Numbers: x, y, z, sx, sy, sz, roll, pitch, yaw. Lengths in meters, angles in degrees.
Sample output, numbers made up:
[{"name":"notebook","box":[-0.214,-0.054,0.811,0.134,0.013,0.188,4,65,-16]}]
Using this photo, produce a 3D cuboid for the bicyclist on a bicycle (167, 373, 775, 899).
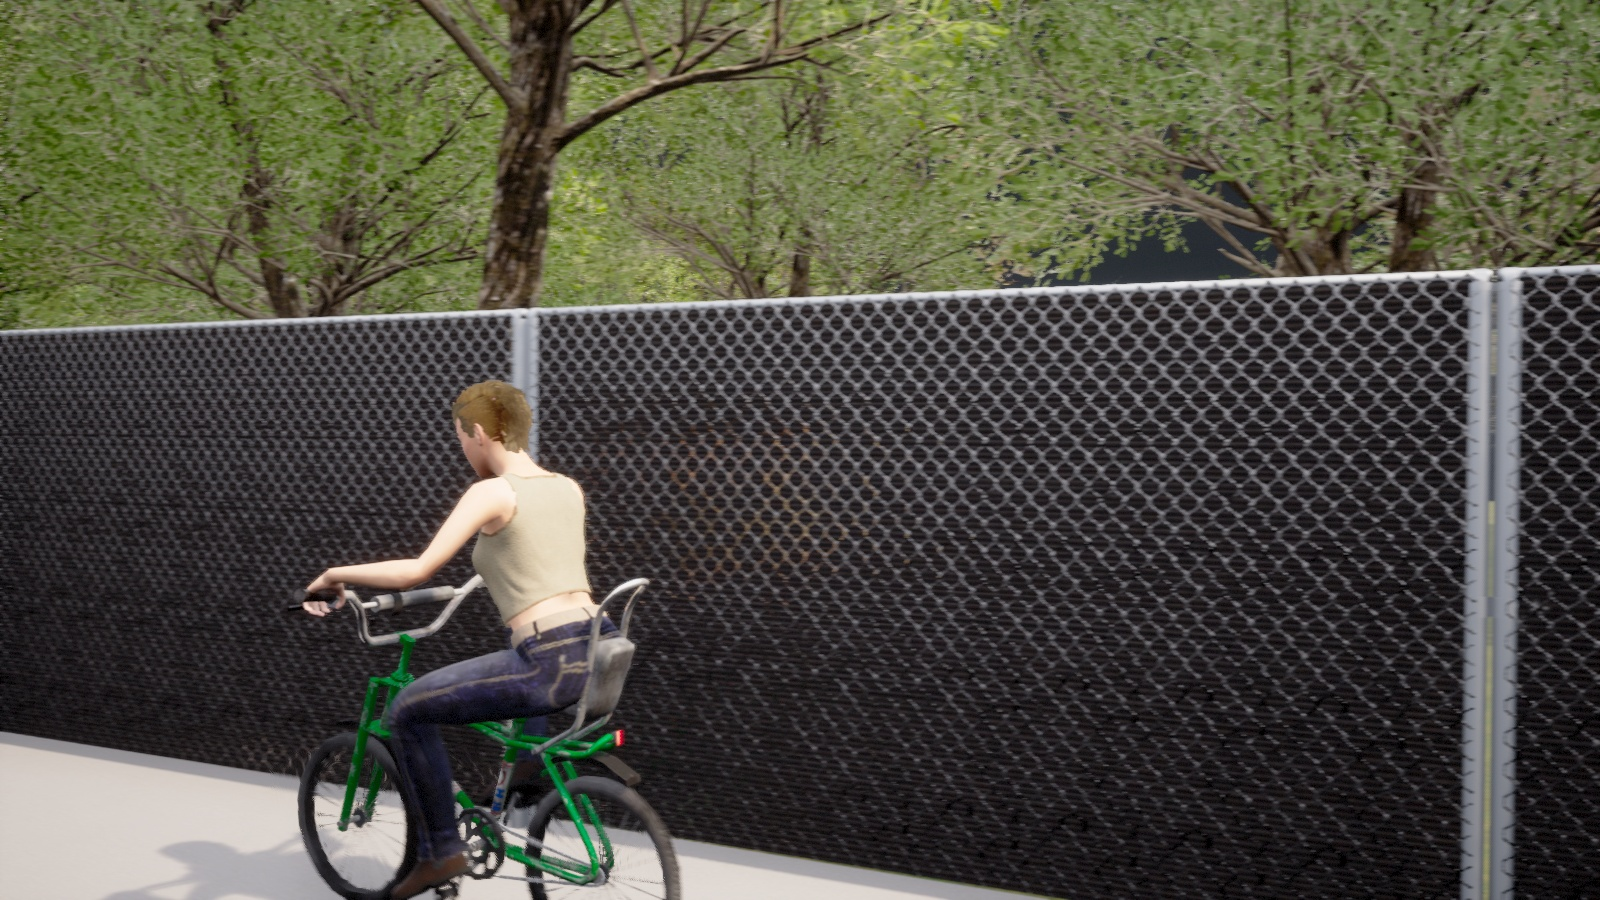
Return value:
[{"name":"bicyclist on a bicycle","box":[-0.953,0.624,3.643,1.509,1.612,0.866,0,1,30]}]
